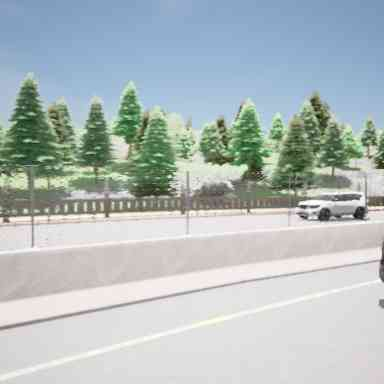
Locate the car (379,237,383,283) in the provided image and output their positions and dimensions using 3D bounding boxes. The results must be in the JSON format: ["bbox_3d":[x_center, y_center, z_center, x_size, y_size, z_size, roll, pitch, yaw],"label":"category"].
[{"bbox_3d":[6.278,1.168,6.851,5.566,2.045,2.150,0,0,-29],"label":"car"}]
